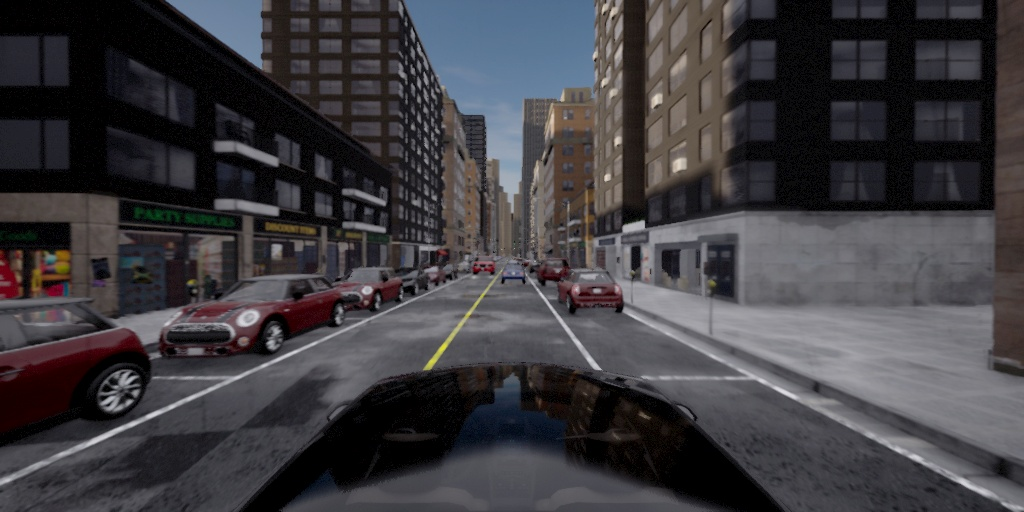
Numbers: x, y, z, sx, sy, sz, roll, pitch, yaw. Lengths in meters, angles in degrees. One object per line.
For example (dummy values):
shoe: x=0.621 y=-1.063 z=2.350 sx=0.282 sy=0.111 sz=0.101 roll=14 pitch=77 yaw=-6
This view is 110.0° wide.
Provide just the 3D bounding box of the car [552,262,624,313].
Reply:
car: x=2.870 y=1.190 z=13.955 sx=1.967 sy=1.591 sz=4.097 roll=0 pitch=0 yaw=0

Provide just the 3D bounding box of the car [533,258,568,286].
car: x=2.885 y=1.065 z=25.013 sx=2.192 sy=1.841 sz=5.009 roll=0 pitch=0 yaw=0

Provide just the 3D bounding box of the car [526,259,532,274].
car: x=2.908 y=1.316 z=41.601 sx=1.948 sy=1.339 sz=4.313 roll=0 pitch=0 yaw=0

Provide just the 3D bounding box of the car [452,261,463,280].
car: x=-5.633 y=1.307 z=30.538 sx=1.948 sy=1.339 sz=4.313 roll=0 pitch=0 yaw=0

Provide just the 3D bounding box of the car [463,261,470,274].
car: x=-5.617 y=1.292 z=41.599 sx=2.007 sy=1.370 sz=4.403 roll=0 pitch=0 yaw=0

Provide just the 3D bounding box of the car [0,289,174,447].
car: x=-5.671 y=1.184 z=2.885 sx=1.967 sy=1.591 sz=4.097 roll=0 pitch=0 yaw=0

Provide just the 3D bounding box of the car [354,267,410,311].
car: x=-5.656 y=1.182 z=13.946 sx=1.967 sy=1.591 sz=4.097 roll=0 pitch=0 yaw=0

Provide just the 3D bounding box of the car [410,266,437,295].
car: x=-5.648 y=1.307 z=19.476 sx=1.948 sy=1.339 sz=4.313 roll=0 pitch=0 yaw=0

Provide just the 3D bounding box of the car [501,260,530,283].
car: x=0.114 y=1.295 z=28.028 sx=2.033 sy=1.411 sz=5.357 roll=0 pitch=0 yaw=0

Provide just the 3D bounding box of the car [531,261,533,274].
car: x=2.893 y=1.316 z=30.543 sx=1.948 sy=1.339 sz=4.313 roll=0 pitch=0 yaw=0

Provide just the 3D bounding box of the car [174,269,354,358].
car: x=-5.663 y=1.183 z=8.416 sx=1.967 sy=1.591 sz=4.097 roll=0 pitch=0 yaw=0

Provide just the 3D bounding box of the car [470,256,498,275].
car: x=-2.956 y=0.969 z=39.038 sx=2.150 sy=2.045 sz=5.566 roll=0 pitch=0 yaw=0

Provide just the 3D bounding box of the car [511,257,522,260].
car: x=0.156 y=1.225 z=48.797 sx=1.882 sy=1.535 sz=5.008 roll=0 pitch=0 yaw=0

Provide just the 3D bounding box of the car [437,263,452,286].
car: x=-5.640 y=1.323 z=25.007 sx=1.802 sy=1.307 sz=4.207 roll=0 pitch=0 yaw=0
